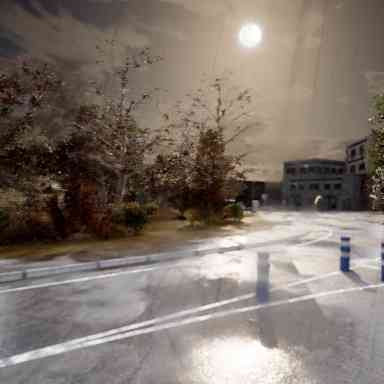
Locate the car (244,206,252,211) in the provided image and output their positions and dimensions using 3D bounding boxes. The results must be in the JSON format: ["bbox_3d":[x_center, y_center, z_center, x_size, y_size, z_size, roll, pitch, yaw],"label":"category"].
[{"bbox_3d":[14.942,4.481,82.403,2.163,1.488,4.792,2,-4,-29],"label":"car"}]

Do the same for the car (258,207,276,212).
[{"bbox_3d":[17.604,4.159,77.605,2.002,1.452,4.674,4,-5,-29],"label":"car"}]

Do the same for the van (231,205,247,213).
[{"bbox_3d":[12.236,4.566,87.325,1.878,1.987,4.442,2,-4,-29],"label":"van"}]
